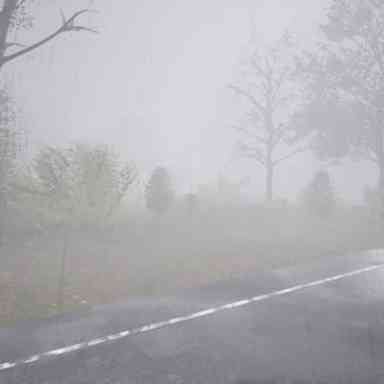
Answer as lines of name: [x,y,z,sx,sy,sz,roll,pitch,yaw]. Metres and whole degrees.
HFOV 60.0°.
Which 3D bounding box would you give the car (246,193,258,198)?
car: [12.041,0.890,70.655,1.882,1.535,5.008,-1,1,-35]
